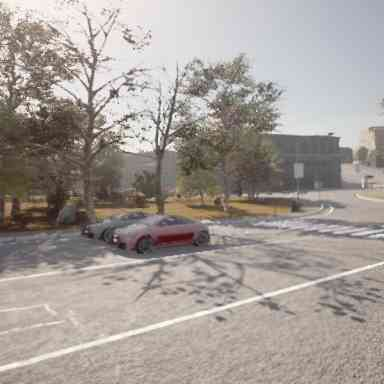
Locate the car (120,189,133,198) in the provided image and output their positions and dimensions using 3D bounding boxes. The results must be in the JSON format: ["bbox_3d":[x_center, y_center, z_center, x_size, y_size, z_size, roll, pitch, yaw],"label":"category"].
[{"bbox_3d":[-12.187,0.297,69.417,2.435,2.045,5.566,-2,2,16],"label":"car"}]

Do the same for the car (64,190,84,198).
[{"bbox_3d":[-28.914,0.523,81.669,1.946,1.575,5.366,0,2,17],"label":"car"}]

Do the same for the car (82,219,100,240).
[{"bbox_3d":[-3.259,1.632,16.540,4.181,1.385,1.994,0,0,-36],"label":"car"}]

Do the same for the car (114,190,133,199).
[{"bbox_3d":[-14.582,0.447,71.172,2.185,1.767,4.553,-1,2,16],"label":"car"}]

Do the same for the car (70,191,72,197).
[{"bbox_3d":[-26.516,0.419,80.010,2.185,1.767,4.553,-1,2,17],"label":"car"}]

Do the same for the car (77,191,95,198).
[{"bbox_3d":[-24.130,0.566,78.249,2.097,1.535,5.008,0,2,17],"label":"car"}]

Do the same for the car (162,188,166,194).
[{"bbox_3d":[-4.938,0.164,64.226,2.435,2.045,5.566,-2,1,15],"label":"car"}]

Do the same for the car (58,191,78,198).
[{"bbox_3d":[-31.207,0.492,83.666,2.097,1.535,5.008,0,2,18],"label":"car"}]

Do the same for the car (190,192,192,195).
[{"bbox_3d":[-0.061,0.309,60.790,2.231,1.521,4.892,-2,2,15],"label":"car"}]

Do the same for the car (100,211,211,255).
[{"bbox_3d":[-1.265,1.618,13.661,4.181,1.385,1.994,0,0,-36],"label":"car"}]
